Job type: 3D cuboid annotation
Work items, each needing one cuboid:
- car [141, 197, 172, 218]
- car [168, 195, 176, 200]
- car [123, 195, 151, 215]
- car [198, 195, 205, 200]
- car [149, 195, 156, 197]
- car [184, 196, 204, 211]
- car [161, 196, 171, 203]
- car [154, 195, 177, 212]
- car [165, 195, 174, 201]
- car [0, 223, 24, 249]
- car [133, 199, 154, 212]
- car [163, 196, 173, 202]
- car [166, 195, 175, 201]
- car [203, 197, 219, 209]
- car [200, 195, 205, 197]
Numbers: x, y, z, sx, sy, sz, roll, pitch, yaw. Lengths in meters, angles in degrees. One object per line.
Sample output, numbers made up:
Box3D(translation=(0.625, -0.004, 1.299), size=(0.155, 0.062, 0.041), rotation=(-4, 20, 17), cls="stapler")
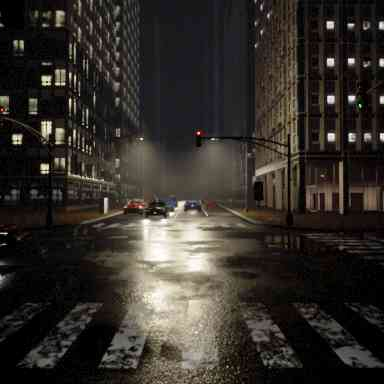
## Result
Box3D(translation=(-3.112, 1.515, 30.305), size=(1.837, 1.490, 4.892), rotation=(0, 0, 0), cls="car")
Box3D(translation=(-5.719, 1.602, 95.049), size=(1.947, 1.339, 4.313), rotation=(1, 0, 0), cls="car")
Box3D(translation=(-5.689, 1.452, 33.722), size=(1.967, 1.590, 4.097), rotation=(1, 0, 0), cls="car")
Box3D(translation=(2.662, 1.581, 95.134), size=(1.887, 1.381, 4.507), rotation=(1, 0, 0), cls="car")
Box3D(translation=(-5.691, 1.331, 44.872), size=(2.192, 1.841, 5.009), rotation=(1, 0, 0), cls="car")
Box3D(translation=(0.072, 1.578, 41.091), size=(1.994, 1.385, 4.181), rotation=(0, 0, 0), cls="car")
Box3D(translation=(-5.708, 1.571, 72.748), size=(1.887, 1.381, 4.507), rotation=(1, 0, 0), cls="car")
Box3D(translation=(-3.115, 1.491, 39.810), size=(1.882, 1.535, 5.008), rotation=(0, 0, 0), cls="car")
Box3D(translation=(-5.713, 1.576, 83.898), size=(1.887, 1.381, 4.507), rotation=(1, 0, 0), cls="car")
Box3D(translation=(-8.976, 1.458, 12.483), size=(5.008, 1.535, 1.882), rotation=(1, 0, 0), cls="car")
Box3D(translation=(-5.694, 1.596, 39.297), size=(1.802, 1.307, 4.206), rotation=(1, 0, 0), cls="car")
Box3D(translation=(-5.711, 1.579, 78.323), size=(2.008, 1.369, 4.403), rotation=(1, 0, 0), cls="car")
Box3D(translation=(-5.716, 1.584, 89.473), size=(2.008, 1.369, 4.403), rotation=(1, 0, 0), cls="car")
Box3D(translation=(2.683, 1.598, 44.938), size=(1.802, 1.307, 4.206), rotation=(1, 0, 0), cls="car")
Box3D(translation=(2.680, 1.545, 56.263), size=(1.752, 1.417, 4.829), rotation=(1, 0, 0), cls="car")
